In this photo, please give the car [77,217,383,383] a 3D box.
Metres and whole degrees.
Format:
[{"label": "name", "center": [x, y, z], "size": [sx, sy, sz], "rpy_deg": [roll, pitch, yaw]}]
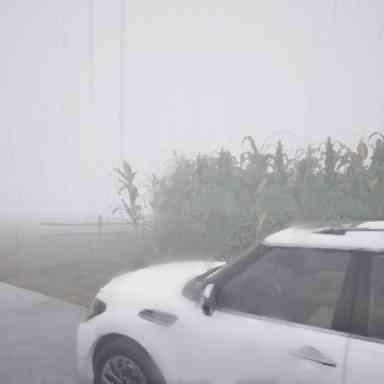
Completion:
[{"label": "car", "center": [1.424, 1.258, 2.900], "size": [5.566, 2.045, 2.150], "rpy_deg": [0, 0, 34]}]
